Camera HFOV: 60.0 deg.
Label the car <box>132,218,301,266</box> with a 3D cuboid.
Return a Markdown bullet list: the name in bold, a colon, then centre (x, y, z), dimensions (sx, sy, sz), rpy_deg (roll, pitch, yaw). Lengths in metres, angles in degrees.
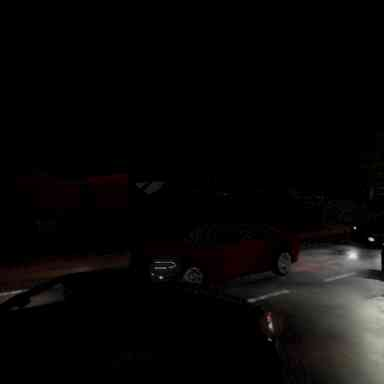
- **car**: centre (0.796, 1.490, 8.885), dimensions (5.008, 1.535, 1.882), rpy_deg (0, 0, -36)

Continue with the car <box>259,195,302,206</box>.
- **car**: centre (11.515, 1.264, 43.318), dimensions (1.932, 1.855, 4.605), rpy_deg (0, 0, -35)

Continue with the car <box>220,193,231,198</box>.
- **car**: centre (6.496, 1.311, 79.683), dimensions (1.932, 1.855, 4.605), rpy_deg (0, 0, -35)

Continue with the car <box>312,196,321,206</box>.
- **car**: centre (16.036, 1.511, 46.586), dimensions (1.970, 1.475, 3.806), rpy_deg (0, 0, -35)

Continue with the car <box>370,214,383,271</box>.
- **car**: centre (7.175, 1.364, 9.163), dimensions (4.553, 1.767, 2.097), rpy_deg (0, 0, -36)

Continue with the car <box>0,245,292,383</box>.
- **car**: centre (-1.054, 1.569, 3.242), dimensions (4.181, 1.385, 1.994), rpy_deg (0, 0, -36)

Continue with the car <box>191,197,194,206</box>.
- **car**: centre (-1.727, 1.276, 52.391), dimensions (1.932, 1.855, 4.605), rpy_deg (0, 0, -35)

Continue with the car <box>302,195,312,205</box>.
- **car**: centre (13.674, 1.477, 44.911), dimensions (1.784, 1.438, 3.905), rpy_deg (0, 0, -35)

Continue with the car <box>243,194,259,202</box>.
- **car**: centre (12.003, 1.531, 62.240), dimensions (1.970, 1.475, 3.806), rpy_deg (0, 0, -35)

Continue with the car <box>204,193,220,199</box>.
- **car**: centre (4.104, 1.312, 78.053), dimensions (1.905, 1.878, 3.866), rpy_deg (0, 0, -35)

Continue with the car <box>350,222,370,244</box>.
- **car**: centre (9.111, 1.620, 14.866), dimensions (4.718, 1.301, 1.895), rpy_deg (0, 0, -36)
